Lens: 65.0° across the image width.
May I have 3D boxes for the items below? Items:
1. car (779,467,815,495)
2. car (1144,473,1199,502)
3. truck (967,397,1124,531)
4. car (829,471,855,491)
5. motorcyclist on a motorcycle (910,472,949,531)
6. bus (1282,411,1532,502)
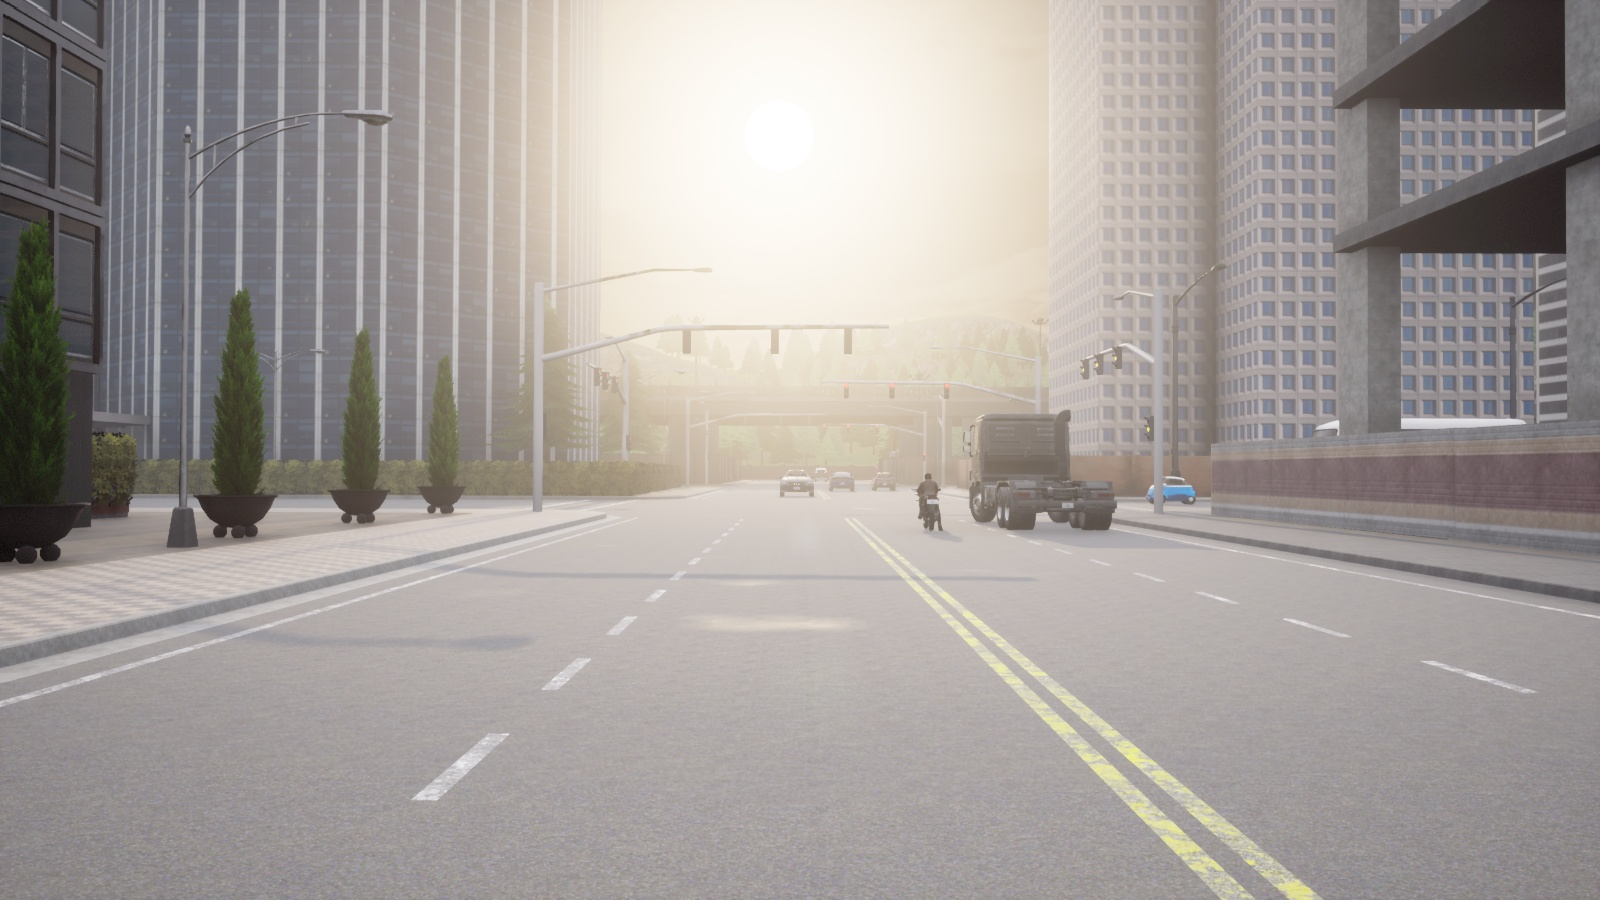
[{"bbox_3d":[-0.183,1.908,78.435,2.152,1.651,5.027,0,-1,0],"label":"car"},{"bbox_3d":[18.165,1.826,61.453,2.207,1.376,1.481,0,-1,0],"label":"car"},{"bbox_3d":[6.892,0.416,36.473,2.891,3.462,7.936,0,-1,-1],"label":"truck"},{"bbox_3d":[3.270,2.425,98.267,1.882,1.535,5.008,0,-1,0],"label":"car"},{"bbox_3d":[3.422,1.341,33.314,0.797,1.523,2.044,0,-1,0],"label":"motorcyclist on a motorcycle"},{"bbox_3d":[29.482,0.349,61.421,10.273,4.253,3.944,0,-1,0],"label":"bus"}]
